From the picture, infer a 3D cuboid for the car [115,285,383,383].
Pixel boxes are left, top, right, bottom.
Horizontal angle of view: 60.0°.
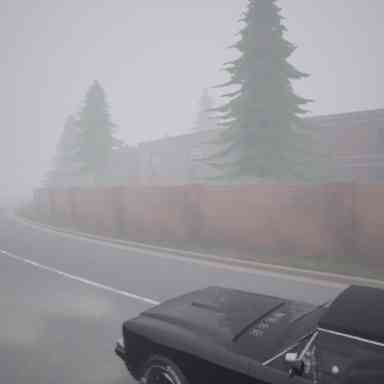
[{"bbox_3d":[1.481,1.608,3.027,4.718,1.301,1.895,0,0,36],"label":"car"}]
